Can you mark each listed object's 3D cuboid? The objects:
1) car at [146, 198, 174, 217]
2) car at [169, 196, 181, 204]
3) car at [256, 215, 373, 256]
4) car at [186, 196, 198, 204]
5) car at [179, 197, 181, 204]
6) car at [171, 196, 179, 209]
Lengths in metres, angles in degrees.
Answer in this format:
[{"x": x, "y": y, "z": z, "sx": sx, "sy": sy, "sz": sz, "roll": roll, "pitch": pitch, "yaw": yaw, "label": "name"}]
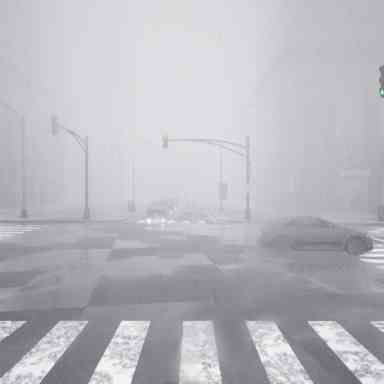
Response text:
[{"x": -3.123, "y": 1.540, "z": 31.290, "sx": 2.033, "sy": 1.411, "sz": 5.357, "roll": 0, "pitch": 0, "yaw": 0, "label": "car"}, {"x": -3.068, "y": 1.466, "z": 61.938, "sx": 1.882, "sy": 1.535, "sz": 5.008, "roll": 0, "pitch": 0, "yaw": 1, "label": "car"}, {"x": 4.618, "y": 1.600, "z": 12.875, "sx": 4.181, "sy": 1.385, "sz": 1.994, "roll": 1, "pitch": 0, "yaw": 0, "label": "car"}, {"x": -0.021, "y": 1.514, "z": 62.620, "sx": 1.812, "sy": 1.442, "sz": 4.674, "roll": 0, "pitch": 0, "yaw": 0, "label": "car"}, {"x": -3.115, "y": 1.553, "z": 51.446, "sx": 1.994, "sy": 1.385, "sz": 4.181, "roll": 0, "pitch": 0, "yaw": 1, "label": "car"}, {"x": -3.128, "y": 1.538, "z": 41.363, "sx": 2.033, "sy": 1.411, "sz": 5.357, "roll": 0, "pitch": 0, "yaw": 0, "label": "car"}]
